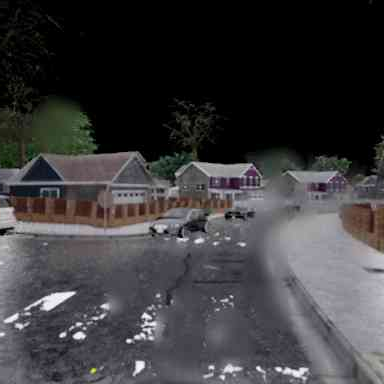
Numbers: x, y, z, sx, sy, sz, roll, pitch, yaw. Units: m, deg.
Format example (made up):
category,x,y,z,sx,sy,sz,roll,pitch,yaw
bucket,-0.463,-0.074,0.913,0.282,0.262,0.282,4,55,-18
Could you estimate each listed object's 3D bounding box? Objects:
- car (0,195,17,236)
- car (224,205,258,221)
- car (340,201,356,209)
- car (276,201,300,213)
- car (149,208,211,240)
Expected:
category,x,y,z,sx,sy,sz,roll,pitch,yaw
car,-11.074,1.119,15.770,5.566,2.045,2.150,1,1,16
car,4.478,1.869,30.196,1.895,1.301,4.718,0,-1,26
car,28.056,2.323,59.073,4.181,1.385,1.994,1,0,-37
car,12.789,1.940,43.861,1.882,1.535,5.008,0,-1,38
car,-0.512,1.624,18.212,2.128,1.511,4.902,0,-1,25
